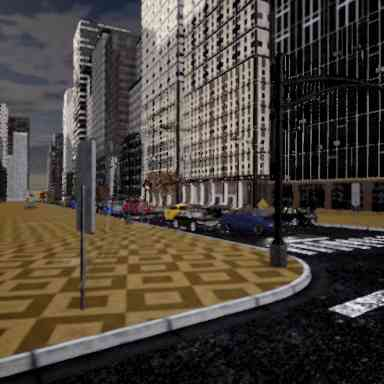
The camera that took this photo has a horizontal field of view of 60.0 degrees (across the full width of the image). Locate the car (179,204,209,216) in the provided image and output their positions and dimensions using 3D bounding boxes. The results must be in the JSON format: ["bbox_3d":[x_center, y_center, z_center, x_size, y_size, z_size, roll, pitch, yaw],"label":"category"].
[{"bbox_3d":[0.132,2.167,40.855,1.947,1.339,4.313,-1,-1,-27],"label":"car"}]

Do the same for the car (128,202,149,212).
[{"bbox_3d":[-8.379,2.335,52.102,1.837,1.490,4.892,0,-1,-27],"label":"car"}]

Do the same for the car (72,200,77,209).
[{"bbox_3d":[-22.465,2.703,67.283,1.887,1.381,4.507,-1,-1,-27],"label":"car"}]

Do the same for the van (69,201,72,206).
[{"bbox_3d":[-24.985,2.603,72.314,1.690,1.788,3.998,-1,-1,-27],"label":"van"}]

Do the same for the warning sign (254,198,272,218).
[{"bbox_3d":[6.937,1.550,32.635,1.300,1.860,1.060,1,-1,-27],"label":"warning sign"}]

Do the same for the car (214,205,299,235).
[{"bbox_3d":[3.772,1.777,20.701,2.033,1.411,5.357,0,-1,-27],"label":"car"}]

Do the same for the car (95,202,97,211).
[{"bbox_3d":[-17.430,2.503,57.223,2.008,1.369,4.403,-1,-1,-27],"label":"car"}]

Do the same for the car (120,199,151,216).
[{"bbox_3d":[-7.074,1.866,42.387,2.150,2.045,5.566,0,-1,-26],"label":"car"}]

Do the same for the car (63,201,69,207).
[{"bbox_3d":[-30.015,3.016,82.370,1.887,1.381,4.507,-1,-1,-27],"label":"car"}]

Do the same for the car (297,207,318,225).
[{"bbox_3d":[7.683,1.861,25.766,2.008,1.369,4.403,-1,-1,-27],"label":"car"}]

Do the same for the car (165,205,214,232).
[{"bbox_3d":[0.190,1.813,22.015,2.008,1.369,4.403,-1,-1,-27],"label":"car"}]

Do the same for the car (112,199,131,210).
[{"bbox_3d":[-13.048,2.240,61.427,2.150,2.045,5.566,0,-1,-27],"label":"car"}]

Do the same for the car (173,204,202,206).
[{"bbox_3d":[-0.815,1.882,29.838,1.882,1.535,5.008,0,-1,-27],"label":"car"}]

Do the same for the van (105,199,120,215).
[{"bbox_3d":[-9.883,1.992,42.138,1.690,1.788,3.998,-1,-1,-27],"label":"van"}]
